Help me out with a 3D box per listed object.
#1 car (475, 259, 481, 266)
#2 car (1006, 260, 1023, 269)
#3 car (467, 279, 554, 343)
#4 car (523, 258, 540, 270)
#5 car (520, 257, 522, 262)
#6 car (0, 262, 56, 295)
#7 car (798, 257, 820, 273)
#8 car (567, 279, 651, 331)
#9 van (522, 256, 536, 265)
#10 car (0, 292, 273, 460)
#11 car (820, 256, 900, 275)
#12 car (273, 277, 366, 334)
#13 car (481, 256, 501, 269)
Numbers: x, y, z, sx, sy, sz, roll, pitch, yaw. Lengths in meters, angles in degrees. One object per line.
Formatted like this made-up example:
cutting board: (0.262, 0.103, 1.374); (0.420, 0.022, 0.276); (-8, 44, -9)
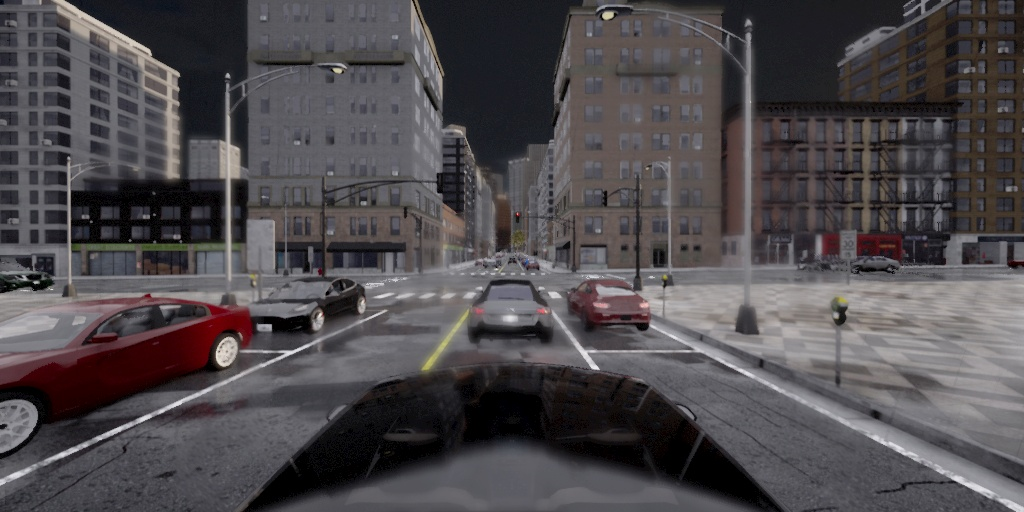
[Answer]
car: (-5.700, 1.151, 64.533); (1.802, 1.307, 4.207); (0, 0, 0)
car: (49.177, 0.614, 33.168); (4.718, 1.301, 1.895); (-1, 0, 0)
car: (-0.038, 1.306, 9.635); (1.994, 1.385, 4.181); (0, 0, 0)
car: (2.778, 1.220, 47.846); (1.802, 1.307, 4.207); (0, 0, 0)
car: (2.810, 1.140, 58.949); (1.888, 1.381, 4.507); (0, 0, 0)
car: (-33.461, 1.392, 23.144); (5.566, 2.045, 2.150); (-1, 0, 0)
car: (29.344, 0.749, 33.223); (4.902, 1.511, 2.128); (-1, 0, 0)
car: (2.715, 1.323, 10.634); (1.802, 1.307, 4.207); (0, 0, 0)
van: (2.794, 0.957, 53.398); (1.690, 1.789, 3.998); (0, 0, 0)
car: (-5.778, 1.292, 4.943); (1.888, 1.381, 4.507); (0, 0, 0)
car: (29.362, 0.768, 29.973); (4.902, 1.511, 2.128); (-1, 0, 0)
car: (-5.810, 1.306, 10.587); (1.948, 1.339, 4.313); (0, 0, 0)
car: (-3.060, 1.143, 52.865); (1.812, 1.442, 4.674); (0, 0, 0)
